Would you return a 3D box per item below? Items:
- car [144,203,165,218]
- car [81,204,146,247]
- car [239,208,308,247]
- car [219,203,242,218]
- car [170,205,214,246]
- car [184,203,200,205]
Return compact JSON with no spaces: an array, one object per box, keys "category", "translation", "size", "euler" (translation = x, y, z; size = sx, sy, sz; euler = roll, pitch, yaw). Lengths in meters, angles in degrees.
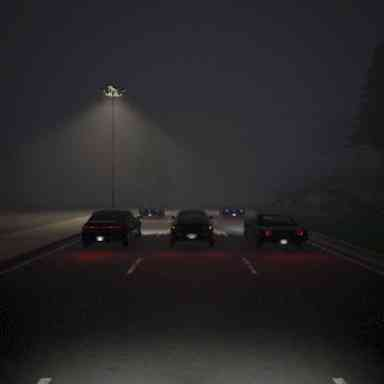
[{"category":"car","translation":[-3.498,1.601,29.887],"size":[1.895,1.301,4.718],"euler":[0,0,0]},{"category":"car","translation":[-3.495,1.507,15.085],"size":[1.837,1.490,4.892],"euler":[0,0,0]},{"category":"car","translation":[3.502,1.601,14.887],"size":[1.895,1.301,4.718],"euler":[0,0,0]},{"category":"car","translation":[3.502,1.601,29.887],"size":[1.895,1.301,4.718],"euler":[0,0,0]},{"category":"car","translation":[0.006,1.526,15.171],"size":[1.812,1.442,4.674],"euler":[0,0,0]},{"category":"car","translation":[0.002,1.601,29.887],"size":[1.895,1.301,4.718],"euler":[0,0,0]}]
